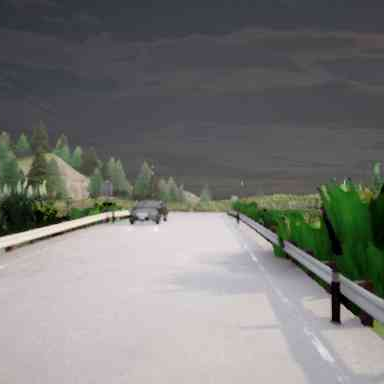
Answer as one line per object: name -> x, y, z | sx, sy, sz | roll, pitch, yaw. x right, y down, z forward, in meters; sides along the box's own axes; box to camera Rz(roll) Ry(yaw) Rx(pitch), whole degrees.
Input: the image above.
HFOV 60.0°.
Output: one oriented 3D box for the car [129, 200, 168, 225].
car -> -2.704, 1.265, 21.576 | 2.128, 1.511, 4.902 | 0, -1, 4
